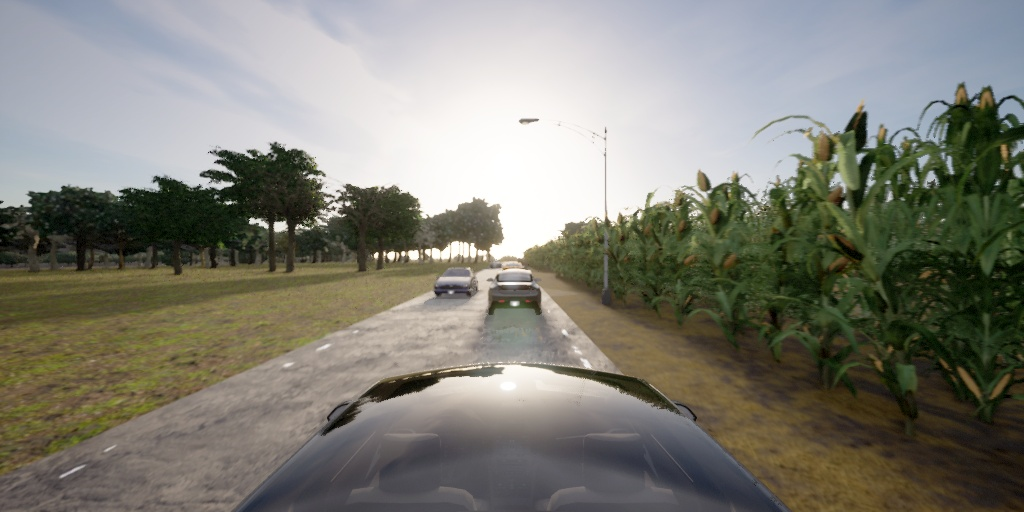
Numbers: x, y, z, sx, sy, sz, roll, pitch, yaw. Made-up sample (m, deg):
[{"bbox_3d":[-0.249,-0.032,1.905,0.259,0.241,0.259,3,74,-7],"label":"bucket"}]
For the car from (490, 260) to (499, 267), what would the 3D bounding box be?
[{"bbox_3d":[-2.784,1.370,61.677,2.128,1.511,4.902,0,0,1],"label":"car"}]

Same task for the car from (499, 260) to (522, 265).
[{"bbox_3d":[0.104,1.276,31.094,1.882,1.535,5.008,0,0,0],"label":"car"}]

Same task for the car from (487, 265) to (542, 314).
[{"bbox_3d":[0.093,1.273,13.896,1.837,1.490,4.892,0,0,0],"label":"car"}]

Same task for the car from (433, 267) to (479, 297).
[{"bbox_3d":[-2.848,1.323,19.393,2.033,1.411,5.357,0,0,0],"label":"car"}]
